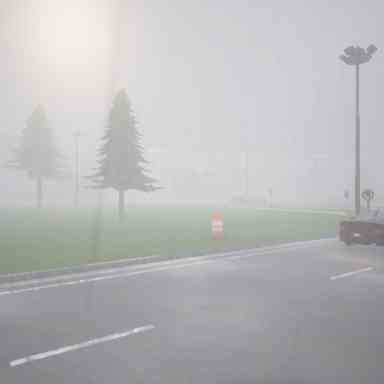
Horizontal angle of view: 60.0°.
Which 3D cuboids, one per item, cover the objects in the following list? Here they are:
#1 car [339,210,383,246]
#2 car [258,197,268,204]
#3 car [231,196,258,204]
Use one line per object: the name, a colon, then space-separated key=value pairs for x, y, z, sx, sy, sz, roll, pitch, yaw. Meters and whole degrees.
car: x=8.269 y=1.482 z=14.066 sx=5.008 sy=1.535 sz=1.882 roll=0 pitch=0 yaw=-35
car: x=12.250 y=1.652 z=63.714 sx=1.895 sy=1.301 sz=4.718 roll=0 pitch=0 yaw=-35
car: x=9.363 y=1.508 z=61.736 sx=1.882 sy=1.535 sz=5.008 roll=0 pitch=0 yaw=-35
